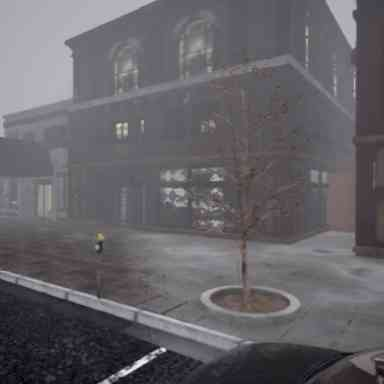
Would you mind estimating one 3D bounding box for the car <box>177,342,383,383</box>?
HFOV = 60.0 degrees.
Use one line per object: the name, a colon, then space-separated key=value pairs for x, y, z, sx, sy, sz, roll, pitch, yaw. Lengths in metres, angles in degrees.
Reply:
car: x=1.733 y=1.552 z=1.633 sx=4.403 sy=1.369 sz=2.008 roll=0 pitch=0 yaw=36
